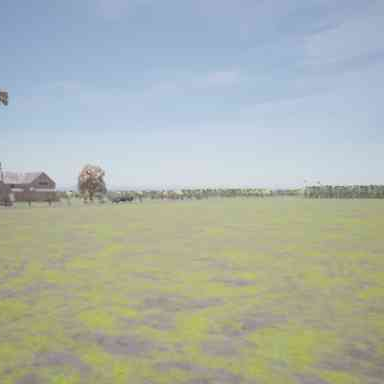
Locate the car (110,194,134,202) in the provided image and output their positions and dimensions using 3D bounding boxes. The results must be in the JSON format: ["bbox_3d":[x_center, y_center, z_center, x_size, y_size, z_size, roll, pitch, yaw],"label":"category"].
[{"bbox_3d":[-14.828,1.420,70.531,2.150,2.045,5.566,0,0,38],"label":"car"}]
